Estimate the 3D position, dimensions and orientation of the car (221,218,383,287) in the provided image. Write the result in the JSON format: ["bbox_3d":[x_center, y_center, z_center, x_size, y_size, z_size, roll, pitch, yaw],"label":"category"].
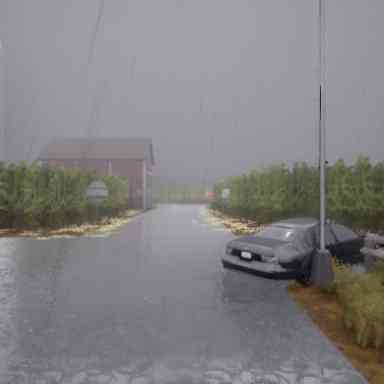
[{"bbox_3d":[3.289,1.430,9.115,5.357,1.411,2.033,-2,2,-36],"label":"car"}]
